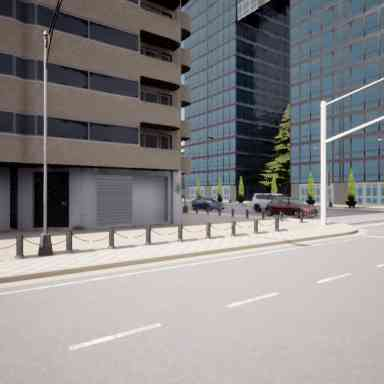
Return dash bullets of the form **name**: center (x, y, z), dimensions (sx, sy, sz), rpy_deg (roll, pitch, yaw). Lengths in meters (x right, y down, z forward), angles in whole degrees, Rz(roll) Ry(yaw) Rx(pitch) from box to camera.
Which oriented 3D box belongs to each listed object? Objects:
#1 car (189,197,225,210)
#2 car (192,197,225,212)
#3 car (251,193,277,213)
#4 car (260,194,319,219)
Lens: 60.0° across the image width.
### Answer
- **car**: center (1.909, 1.435, 44.147), dimensions (2.128, 1.511, 4.902), rpy_deg (0, 0, -35)
- **car**: center (1.798, 1.470, 38.218), dimensions (1.812, 1.442, 4.674), rpy_deg (0, 0, -35)
- **car**: center (8.635, 1.166, 34.637), dimensions (2.150, 2.045, 5.566), rpy_deg (0, 0, -36)
- **car**: center (8.557, 1.297, 28.717), dimensions (2.097, 1.767, 4.553), rpy_deg (0, 0, -35)
